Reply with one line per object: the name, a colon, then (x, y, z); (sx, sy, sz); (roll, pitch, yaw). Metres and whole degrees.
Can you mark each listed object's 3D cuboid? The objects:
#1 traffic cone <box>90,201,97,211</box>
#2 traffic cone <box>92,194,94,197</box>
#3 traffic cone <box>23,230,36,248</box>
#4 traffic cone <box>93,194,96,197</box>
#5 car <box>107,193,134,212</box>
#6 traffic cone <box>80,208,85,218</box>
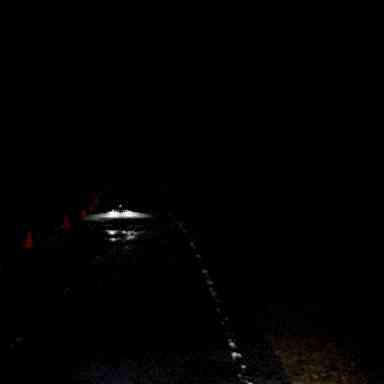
traffic cone: (-7.877, 1.184, 26.150); (0.340, 0.580, 0.340); (0, 2, -11)
traffic cone: (-13.068, 0.631, 45.066); (0.340, 0.580, 0.340); (-1, 2, -19)
traffic cone: (-5.673, 1.612, 11.600); (0.340, 0.580, 0.340); (0, 2, -6)
traffic cone: (-11.533, 0.767, 40.405); (0.340, 0.580, 0.340); (-1, 2, -17)
car: (-5.673, 0.782, 26.469); (1.994, 1.385, 4.181); (0, 2, -12)
traffic cone: (-6.980, 1.326, 21.326); (0.340, 0.580, 0.340); (0, 2, -10)
